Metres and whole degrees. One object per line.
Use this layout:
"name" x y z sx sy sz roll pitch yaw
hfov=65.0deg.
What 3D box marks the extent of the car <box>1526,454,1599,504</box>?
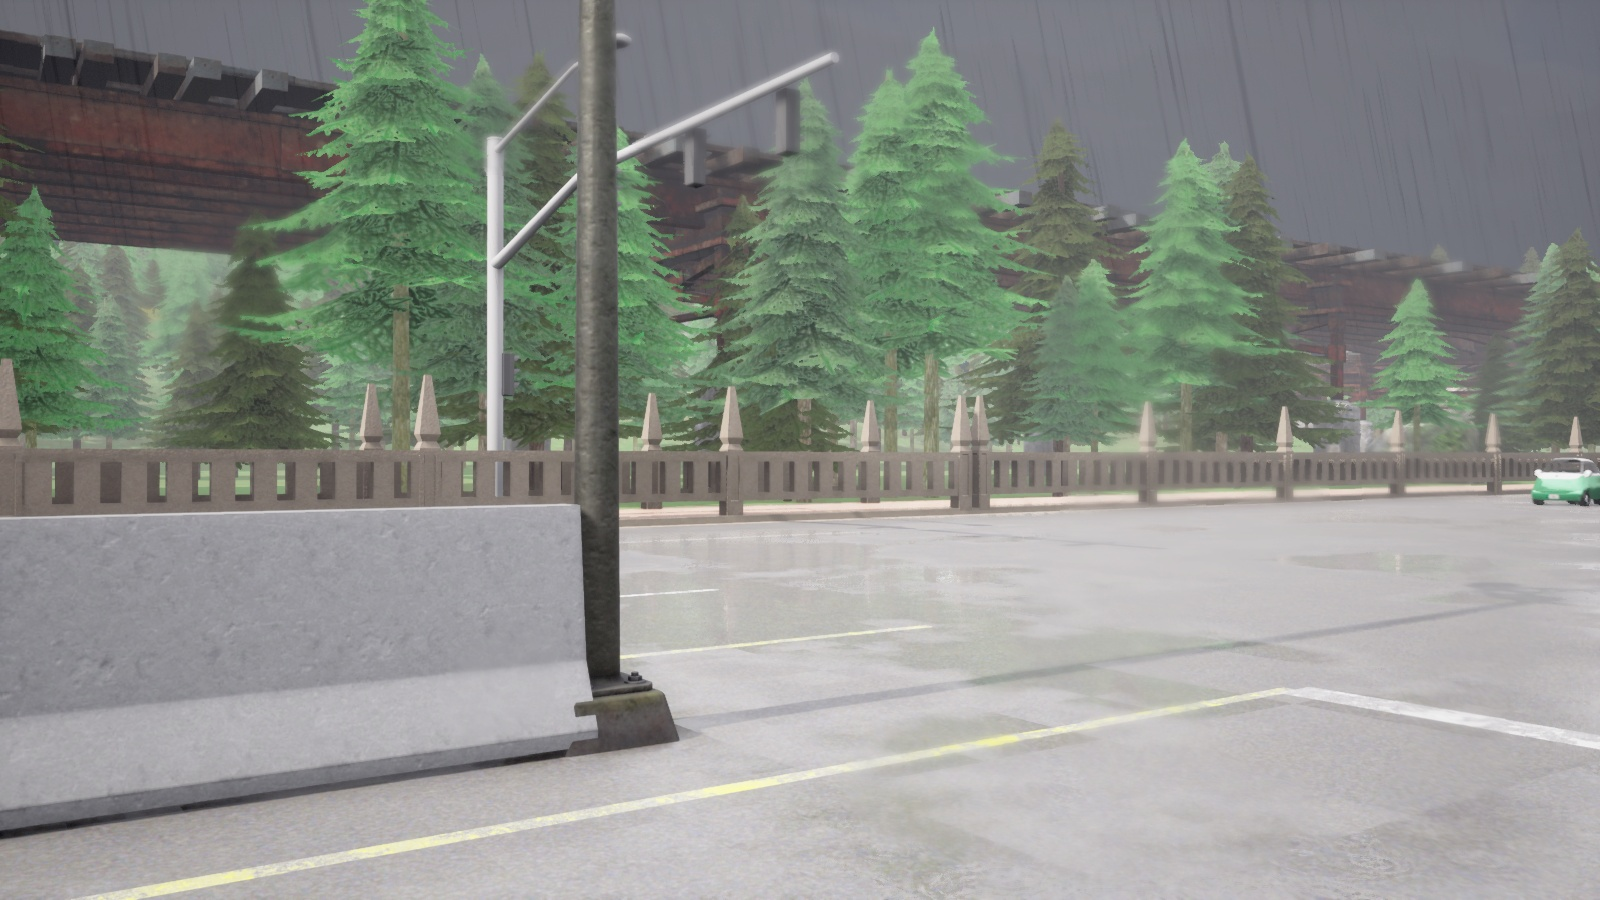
"car" 22.239 0.813 36.200 2.207 1.376 1.481 0 0 -35
